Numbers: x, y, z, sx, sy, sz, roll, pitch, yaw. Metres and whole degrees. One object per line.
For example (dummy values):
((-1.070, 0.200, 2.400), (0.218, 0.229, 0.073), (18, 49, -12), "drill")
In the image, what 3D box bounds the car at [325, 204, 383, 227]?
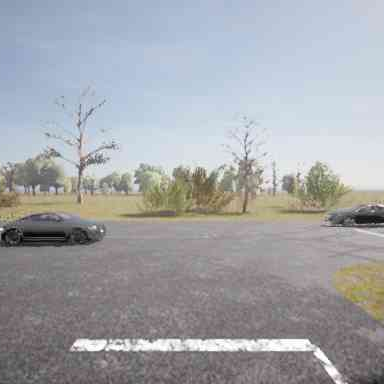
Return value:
((11.463, 1.530, 22.153), (4.902, 1.511, 2.128), (0, 0, -2), "car")

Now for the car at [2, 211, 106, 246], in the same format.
((-6.015, 1.549, 14.731), (4.181, 1.385, 1.994), (0, 0, -1), "car")
